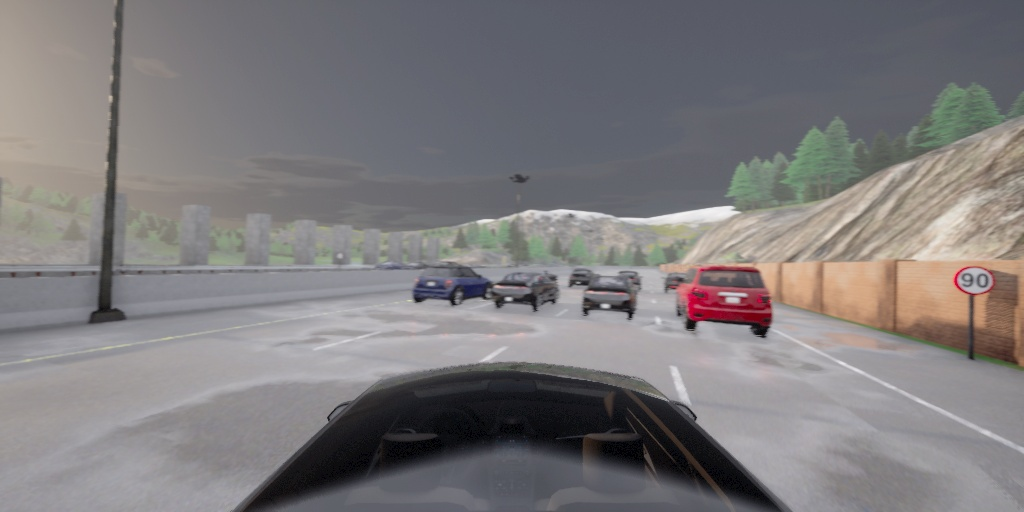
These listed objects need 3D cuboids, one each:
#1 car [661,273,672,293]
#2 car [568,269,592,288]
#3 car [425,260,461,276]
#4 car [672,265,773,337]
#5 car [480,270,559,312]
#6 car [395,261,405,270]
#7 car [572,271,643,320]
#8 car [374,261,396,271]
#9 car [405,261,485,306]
[{"bbox_3d":[12.480,2.014,27.112,1.837,1.490,4.892,2,0,21],"label":"car"},{"bbox_3d":[5.930,1.831,29.577,1.837,1.490,4.892,2,0,21],"label":"car"},{"bbox_3d":[-8.091,1.388,42.374,2.097,1.767,4.553,2,-1,21],"label":"car"},{"bbox_3d":[6.945,1.346,12.260,2.150,2.045,5.566,2,-1,21],"label":"car"},{"bbox_3d":[0.738,1.455,15.640,2.128,1.511,4.902,2,-1,21],"label":"car"},{"bbox_3d":[-11.522,1.458,43.172,1.812,1.442,4.674,2,0,21],"label":"car"},{"bbox_3d":[4.036,1.549,14.473,2.128,1.511,4.902,2,-1,21],"label":"car"},{"bbox_3d":[-14.884,1.360,44.153,1.812,1.442,4.674,2,-1,21],"label":"car"},{"bbox_3d":[-2.579,1.220,16.743,2.097,1.767,4.553,2,-1,21],"label":"car"}]
